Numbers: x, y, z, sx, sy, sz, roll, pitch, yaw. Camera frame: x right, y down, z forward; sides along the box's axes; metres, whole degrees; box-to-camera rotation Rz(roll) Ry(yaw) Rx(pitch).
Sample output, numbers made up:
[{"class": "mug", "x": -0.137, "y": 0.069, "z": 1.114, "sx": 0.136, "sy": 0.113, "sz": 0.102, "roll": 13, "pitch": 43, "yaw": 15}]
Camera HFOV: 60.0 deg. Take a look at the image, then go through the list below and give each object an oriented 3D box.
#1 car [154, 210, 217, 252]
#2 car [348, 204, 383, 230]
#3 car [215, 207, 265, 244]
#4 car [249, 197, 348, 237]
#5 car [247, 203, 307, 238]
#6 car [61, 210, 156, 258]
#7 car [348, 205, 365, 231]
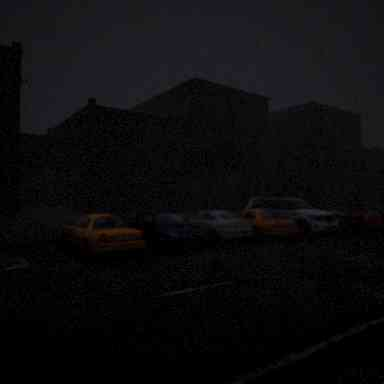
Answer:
[{"class": "car", "x": -1.283, "y": 1.537, "z": 14.350, "sx": 2.002, "sy": 1.452, "sz": 4.674, "roll": 0, "pitch": 0, "yaw": -35}, {"class": "car", "x": 10.007, "y": 1.548, "z": 22.223, "sx": 2.185, "sy": 1.767, "sz": 4.553, "roll": 1, "pitch": -1, "yaw": -35}, {"class": "car", "x": 0.896, "y": 1.557, "z": 15.872, "sx": 2.002, "sy": 1.452, "sz": 4.674, "roll": 1, "pitch": 0, "yaw": -35}, {"class": "car", "x": 5.461, "y": 1.330, "z": 19.040, "sx": 2.435, "sy": 2.045, "sz": 5.566, "roll": 1, "pitch": -1, "yaw": -35}, {"class": "car", "x": 3.060, "y": 1.543, "z": 17.618, "sx": 1.946, "sy": 1.575, "sz": 5.366, "roll": 1, "pitch": -1, "yaw": -35}, {"class": "car", "x": -3.656, "y": 1.480, "z": 12.910, "sx": 1.946, "sy": 1.575, "sz": 5.366, "roll": 0, "pitch": 0, "yaw": -35}, {"class": "car", "x": 7.714, "y": 1.664, "z": 20.652, "sx": 2.002, "sy": 1.452, "sz": 4.674, "roll": 1, "pitch": -1, "yaw": -35}]
